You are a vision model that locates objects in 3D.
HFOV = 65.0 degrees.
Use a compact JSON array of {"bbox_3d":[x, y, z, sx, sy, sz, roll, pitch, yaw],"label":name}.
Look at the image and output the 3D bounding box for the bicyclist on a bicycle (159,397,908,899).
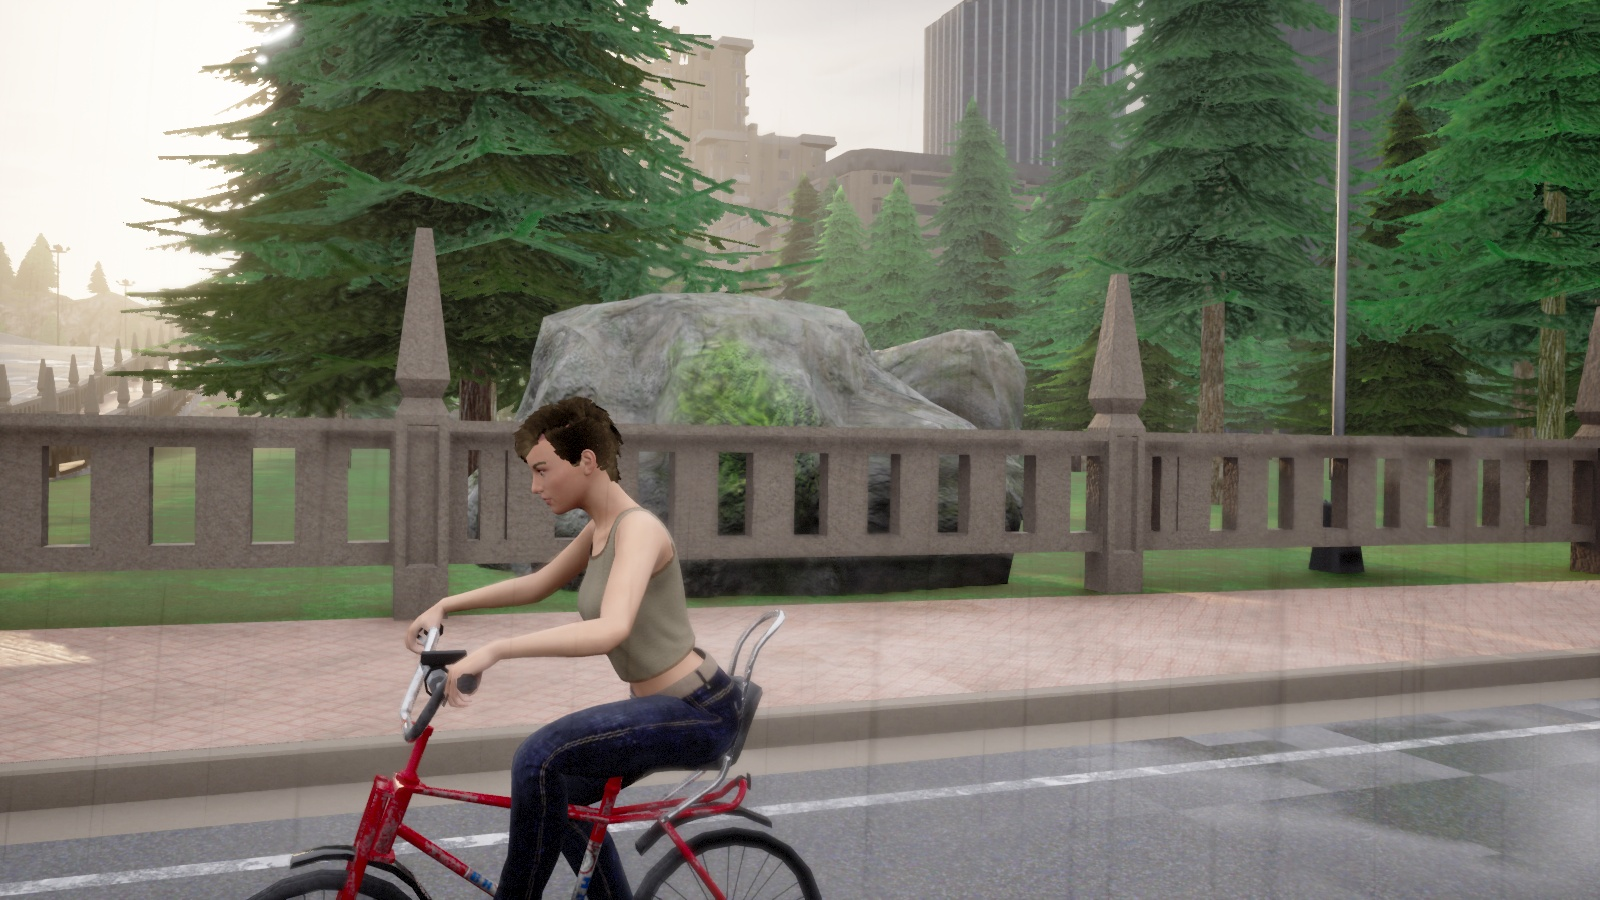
[{"bbox_3d":[-0.616,0.692,2.999,1.509,1.612,0.866,-1,1,-20],"label":"bicyclist on a bicycle"}]
